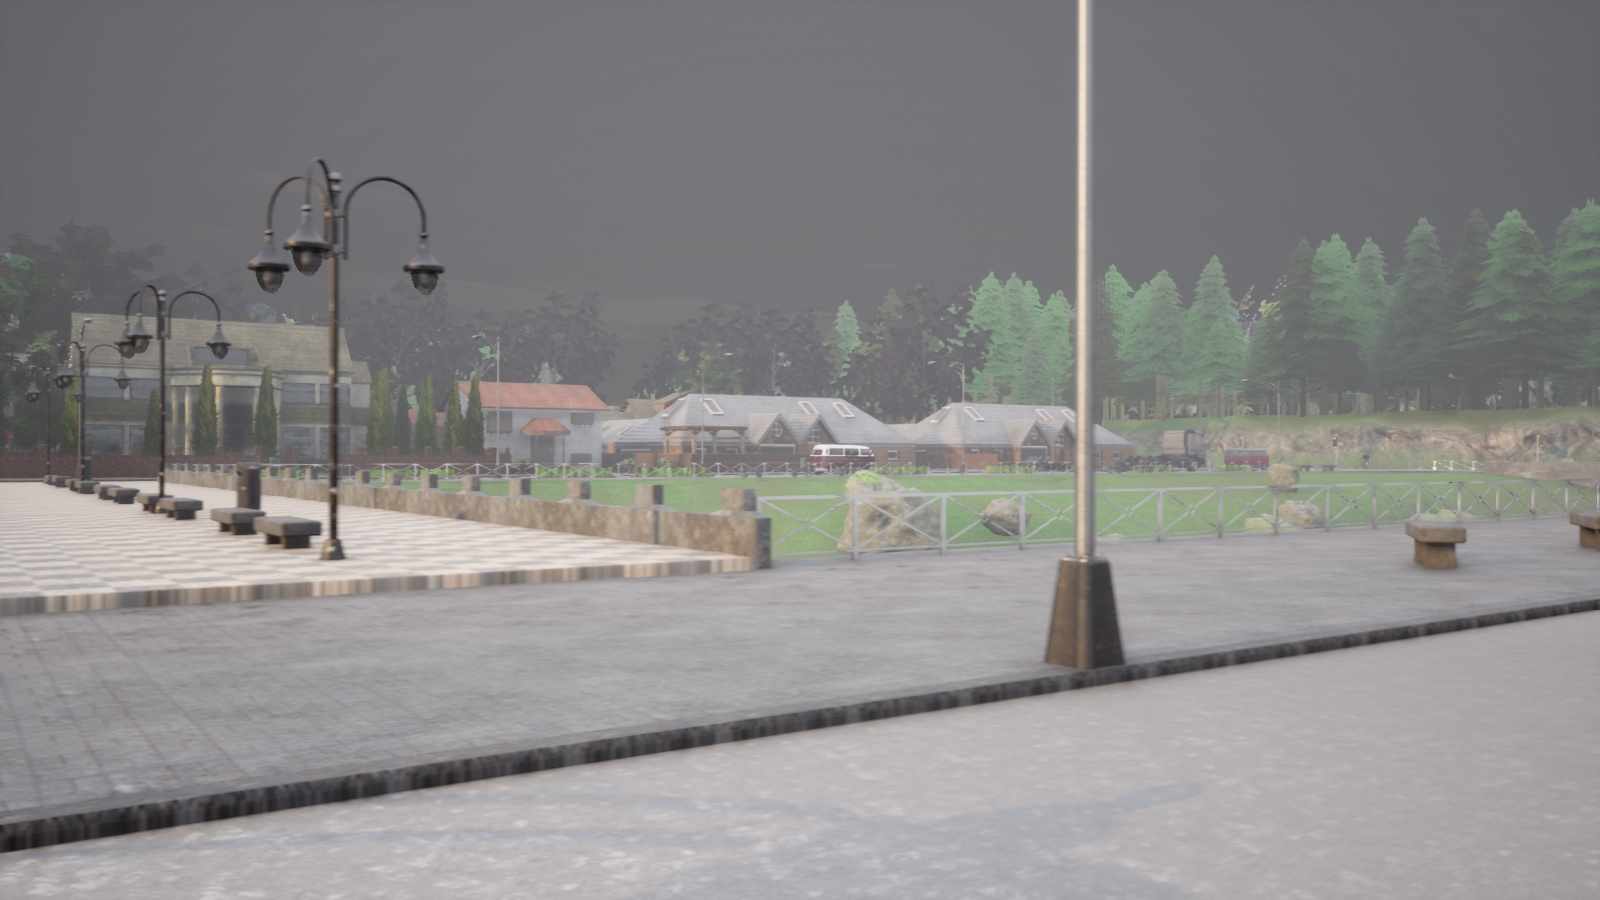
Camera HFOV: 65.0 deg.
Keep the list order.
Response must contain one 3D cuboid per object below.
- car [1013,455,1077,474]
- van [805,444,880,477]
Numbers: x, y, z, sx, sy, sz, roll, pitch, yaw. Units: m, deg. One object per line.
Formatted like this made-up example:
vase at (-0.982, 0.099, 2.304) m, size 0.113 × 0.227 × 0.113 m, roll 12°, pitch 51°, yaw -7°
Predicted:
car at (17.938, 1.032, 91.888) m, size 4.718 × 1.301 × 1.895 m, roll 0°, pitch 0°, yaw -35°
van at (2.764, 0.662, 81.332) m, size 4.480 × 2.038 × 2.069 m, roll 0°, pitch 0°, yaw -35°
